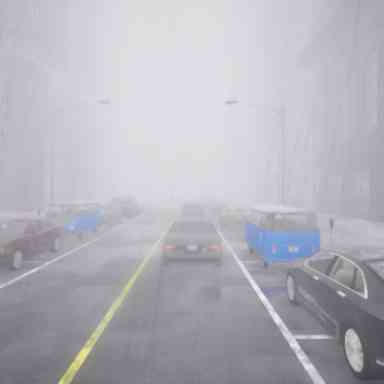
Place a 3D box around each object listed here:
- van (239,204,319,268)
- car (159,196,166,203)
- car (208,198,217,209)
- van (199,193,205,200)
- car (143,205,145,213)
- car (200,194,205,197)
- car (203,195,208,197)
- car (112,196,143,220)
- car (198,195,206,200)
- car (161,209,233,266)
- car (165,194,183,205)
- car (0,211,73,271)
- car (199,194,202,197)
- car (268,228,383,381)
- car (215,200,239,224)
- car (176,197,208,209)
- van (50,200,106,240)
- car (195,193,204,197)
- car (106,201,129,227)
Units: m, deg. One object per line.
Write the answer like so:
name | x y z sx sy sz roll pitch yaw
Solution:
van | 2.764 1.328 10.893 1.690 1.788 3.998 0 0 0
car | -5.755 1.524 67.067 1.802 1.307 4.206 0 0 0
car | 2.766 1.546 33.369 1.802 1.307 4.206 0 0 0
van | 2.774 1.271 95.175 1.690 1.788 3.998 0 0 0
car | -5.759 1.489 33.187 1.752 1.417 4.829 0 0 0
car | 2.769 1.513 55.844 1.947 1.339 4.313 0 0 0
car | 2.768 1.479 44.776 1.752 1.417 4.829 0 0 0
car | -5.759 1.285 27.738 2.192 1.841 5.009 0 0 0
car | 2.773 1.483 89.556 2.008 1.369 4.403 0 0 0
car | 0.023 1.535 11.404 2.033 1.411 5.357 0 0 0
car | -3.051 1.509 58.257 1.994 1.385 4.181 0 0 1
car | -5.761 1.532 10.883 1.887 1.381 4.507 0 0 0
car | 2.770 1.489 61.462 1.887 1.381 4.507 0 0 0
car | 2.763 1.544 5.274 2.008 1.369 4.403 0 0 0
car | 2.765 1.501 22.301 1.752 1.417 4.829 0 0 0
car | 0.048 1.461 28.577 2.128 1.511 4.902 0 0 1
van | -5.761 1.323 16.501 1.690 1.788 3.998 0 0 0
car | 2.396 1.293 74.111 2.097 1.767 4.553 0 0 0
car | -5.760 1.526 22.120 2.008 1.369 4.403 0 0 0
